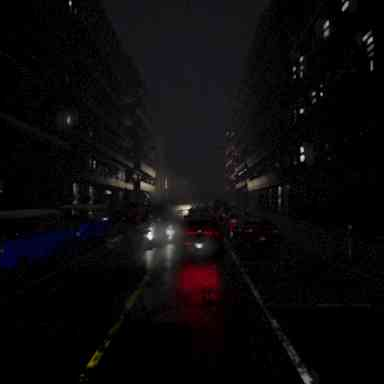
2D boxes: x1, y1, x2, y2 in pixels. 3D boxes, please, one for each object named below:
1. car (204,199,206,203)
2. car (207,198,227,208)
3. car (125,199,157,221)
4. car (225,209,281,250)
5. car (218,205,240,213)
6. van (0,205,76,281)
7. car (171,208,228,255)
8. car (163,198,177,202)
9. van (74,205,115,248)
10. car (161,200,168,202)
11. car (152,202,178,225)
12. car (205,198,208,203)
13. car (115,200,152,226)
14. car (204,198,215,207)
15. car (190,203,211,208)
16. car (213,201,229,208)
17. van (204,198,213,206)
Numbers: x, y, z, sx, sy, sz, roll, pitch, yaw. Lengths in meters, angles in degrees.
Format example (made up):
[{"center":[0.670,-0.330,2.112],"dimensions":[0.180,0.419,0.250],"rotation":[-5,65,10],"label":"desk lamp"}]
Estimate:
[{"center":[3.474,2.329,59.463],"dimensions":[1.802,1.307,4.206],"rotation":[1,-1,1],"label":"car"},{"center":[3.131,1.766,37.345],"dimensions":[2.192,1.841,5.009],"rotation":[1,-1,1],"label":"car"},{"center":[-4.801,1.666,32.000],"dimensions":[2.192,1.841,5.009],"rotation":[2,-1,1],"label":"car"},{"center":[2.808,1.727,15.223],"dimensions":[1.887,1.381,4.507],"rotation":[2,-1,1],"label":"car"},{"center":[2.895,1.792,20.752],"dimensions":[1.887,1.381,4.507],"rotation":[2,-1,1],"label":"car"},{"center":[-5.152,1.428,9.881],"dimensions":[1.690,1.788,3.998],"rotation":[2,-1,1],"label":"van"},{"center":[0.306,1.665,14.141],"dimensions":[1.837,1.490,4.892],"rotation":[0,0,1],"label":"car"},{"center":[-4.363,2.031,59.646],"dimensions":[2.192,1.841,5.009],"rotation":[2,-1,1],"label":"car"},{"center":[-5.065,1.493,15.412],"dimensions":[1.690,1.788,3.998],"rotation":[2,-1,1],"label":"van"},{"center":[-4.633,2.057,43.057],"dimensions":[1.947,1.339,4.313],"rotation":[2,-1,1],"label":"car"},{"center":[-2.410,1.827,27.129],"dimensions":[1.812,1.442,4.674],"rotation":[0,-1,1],"label":"car"},{"center":[3.302,2.035,48.405],"dimensions":[1.967,1.590,4.097],"rotation":[1,-1,1],"label":"car"},{"center":[-4.889,1.599,26.471],"dimensions":[2.192,1.841,5.009],"rotation":[2,-1,1],"label":"car"},{"center":[3.656,2.222,70.527],"dimensions":[2.192,1.841,5.009],"rotation":[1,-1,1],"label":"car"},{"center":[0.596,1.974,31.931],"dimensions":[1.895,1.301,4.718],"rotation":[0,-1,1],"label":"car"},{"center":[2.993,1.755,26.284],"dimensions":[1.967,1.590,4.097],"rotation":[2,-1,1],"label":"car"},{"center":[3.743,2.330,76.057],"dimensions":[1.690,1.788,3.998],"rotation":[1,-1,1],"label":"van"}]
